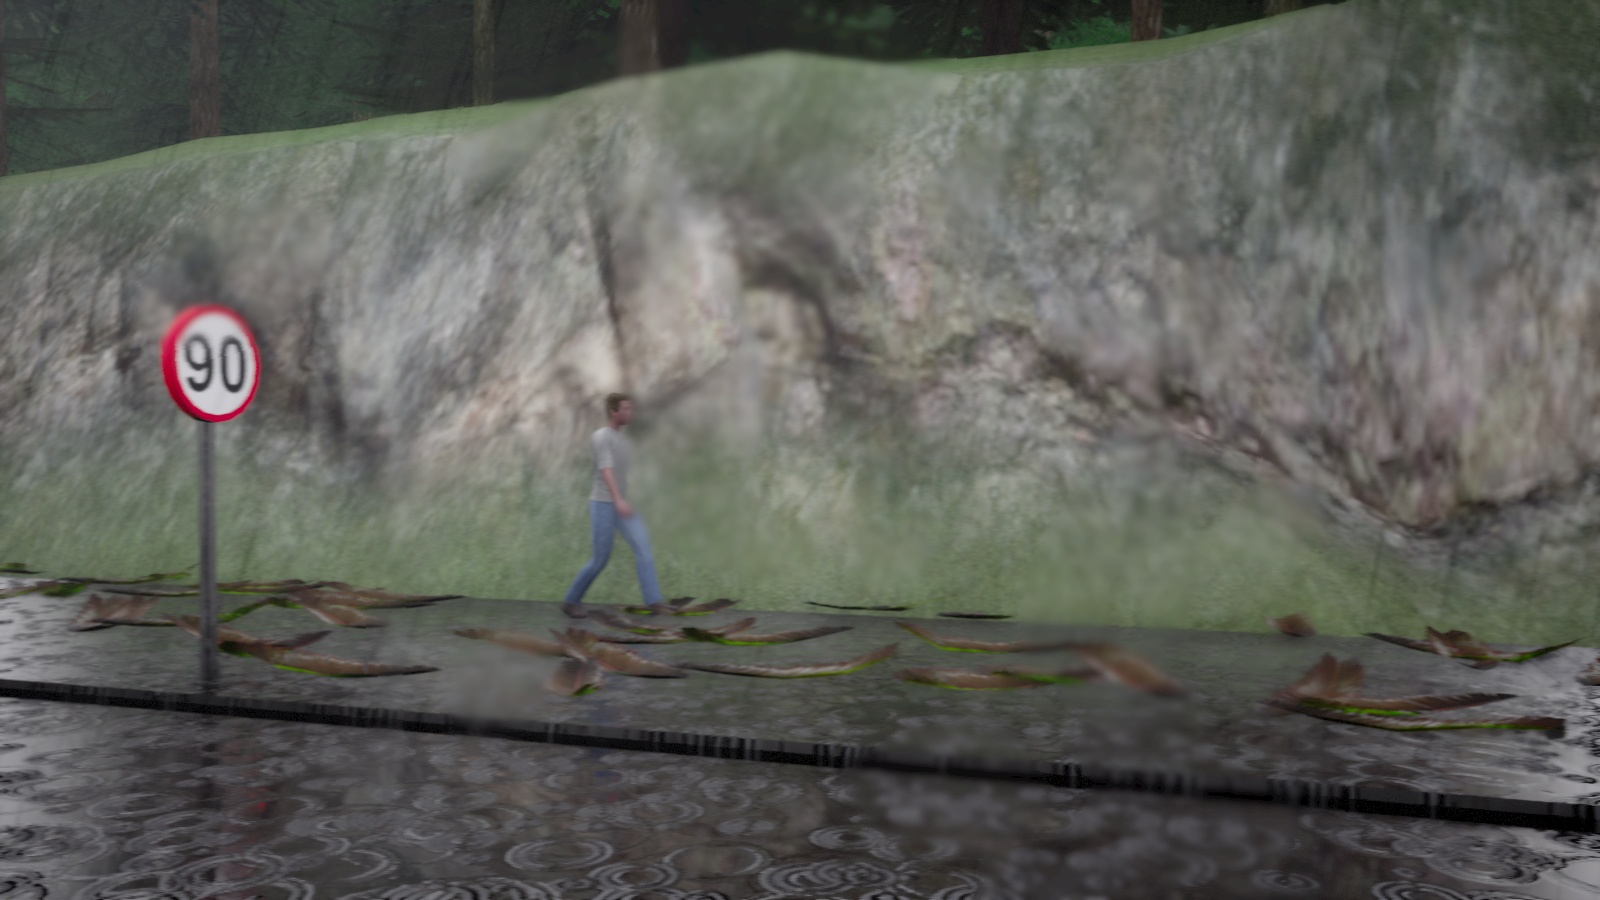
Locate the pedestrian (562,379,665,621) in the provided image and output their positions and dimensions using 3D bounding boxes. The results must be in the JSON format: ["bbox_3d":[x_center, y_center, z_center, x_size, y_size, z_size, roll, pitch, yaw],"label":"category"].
[{"bbox_3d":[-1.456,0.374,9.806,0.706,1.836,0.354,1,1,18],"label":"pedestrian"}]
